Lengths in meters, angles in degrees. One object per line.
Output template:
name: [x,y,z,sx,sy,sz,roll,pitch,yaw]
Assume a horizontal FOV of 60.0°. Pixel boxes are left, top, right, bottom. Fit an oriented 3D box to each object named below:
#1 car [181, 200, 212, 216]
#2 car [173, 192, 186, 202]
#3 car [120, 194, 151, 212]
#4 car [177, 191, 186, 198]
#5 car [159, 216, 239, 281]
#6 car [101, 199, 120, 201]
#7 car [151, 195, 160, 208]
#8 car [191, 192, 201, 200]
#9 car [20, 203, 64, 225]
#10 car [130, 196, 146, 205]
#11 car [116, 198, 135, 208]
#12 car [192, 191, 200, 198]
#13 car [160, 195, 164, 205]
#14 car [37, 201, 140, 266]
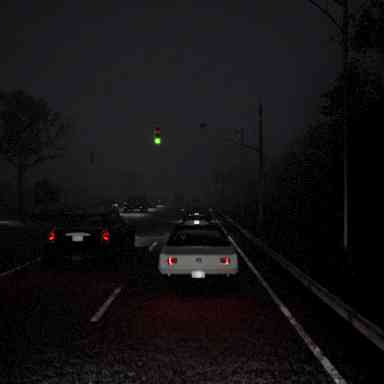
car: [0.318,1.565,22.752,1.837,1.490,4.892,0,0,1]
car: [-2.660,0.914,69.002,2.150,2.045,5.566,0,3,1]
car: [-6.655,1.323,40.036,2.150,2.045,5.566,0,0,1]
car: [-2.519,0.612,79.439,1.895,1.301,4.718,0,3,1]
car: [0.171,1.626,9.929,1.895,1.301,4.718,0,0,0]
car: [-10.146,1.592,39.926,2.128,1.511,4.902,0,0,1]
car: [-6.503,1.605,50.113,1.882,1.535,5.008,0,0,1]
car: [0.840,1.204,68.939,2.128,1.511,4.902,0,3,1]
car: [-9.740,1.551,23.488,4.902,1.511,2.128,0,-1,13]
car: [-9.786,1.523,60.523,1.882,1.535,5.008,0,1,1]
car: [-9.997,1.653,50.150,1.812,1.442,4.674,0,0,1]
car: [0.980,0.571,79.360,1.994,1.385,4.181,0,3,1]
car: [-6.300,1.404,60.219,2.097,1.767,4.553,0,1,1]
car: [-3.342,1.382,11.812,2.097,1.767,4.553,0,0,0]
